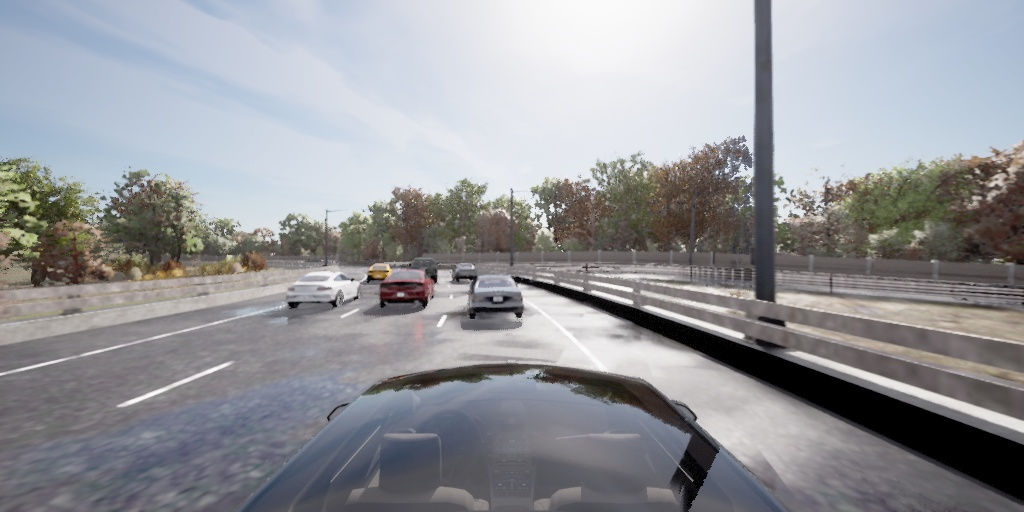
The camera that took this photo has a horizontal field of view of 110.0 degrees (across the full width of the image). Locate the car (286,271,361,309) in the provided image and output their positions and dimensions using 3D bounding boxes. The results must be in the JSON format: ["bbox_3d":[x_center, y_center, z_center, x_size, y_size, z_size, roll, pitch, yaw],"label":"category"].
[{"bbox_3d":[-8.041,1.393,15.639,1.812,1.442,4.674,0,0,-8],"label":"car"}]

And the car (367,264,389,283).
[{"bbox_3d":[-11.343,1.458,31.038,1.882,1.535,5.008,0,0,-16],"label":"car"}]

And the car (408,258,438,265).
[{"bbox_3d":[-7.303,1.183,29.610,2.150,2.045,5.566,0,0,-15],"label":"car"}]

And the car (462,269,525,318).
[{"bbox_3d":[-0.699,1.379,13.432,2.033,1.411,5.357,0,0,-6],"label":"car"}]

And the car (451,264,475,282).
[{"bbox_3d":[-4.194,1.454,31.489,2.128,1.511,4.902,0,0,-15],"label":"car"}]

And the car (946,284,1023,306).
[{"bbox_3d":[37.507,2.894,27.975,4.892,1.490,1.837,4,1,28],"label":"car"}]

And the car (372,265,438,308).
[{"bbox_3d":[-4.569,1.338,16.116,1.882,1.535,5.008,0,0,-8],"label":"car"}]
